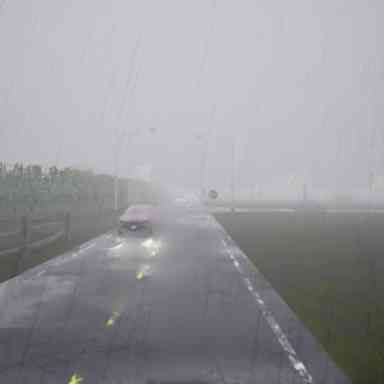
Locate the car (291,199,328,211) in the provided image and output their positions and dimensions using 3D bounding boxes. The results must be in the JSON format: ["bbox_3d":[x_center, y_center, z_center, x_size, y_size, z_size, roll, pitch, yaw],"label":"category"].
[{"bbox_3d":[14.053,1.551,39.839,4.181,1.385,1.994,0,0,1],"label":"car"}]

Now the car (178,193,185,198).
[{"bbox_3d":[-2.769,0.901,91.736,1.895,1.301,4.718,0,0,0],"label":"car"}]

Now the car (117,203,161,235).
[{"bbox_3d":[-2.837,1.424,18.701,1.882,1.535,5.008,0,0,0],"label":"car"}]
